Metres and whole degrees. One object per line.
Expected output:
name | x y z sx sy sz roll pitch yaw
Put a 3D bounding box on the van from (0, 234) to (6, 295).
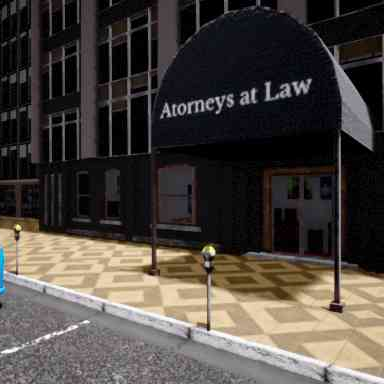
van | -5.467 1.341 6.796 3.998 1.788 1.690 0 0 36
